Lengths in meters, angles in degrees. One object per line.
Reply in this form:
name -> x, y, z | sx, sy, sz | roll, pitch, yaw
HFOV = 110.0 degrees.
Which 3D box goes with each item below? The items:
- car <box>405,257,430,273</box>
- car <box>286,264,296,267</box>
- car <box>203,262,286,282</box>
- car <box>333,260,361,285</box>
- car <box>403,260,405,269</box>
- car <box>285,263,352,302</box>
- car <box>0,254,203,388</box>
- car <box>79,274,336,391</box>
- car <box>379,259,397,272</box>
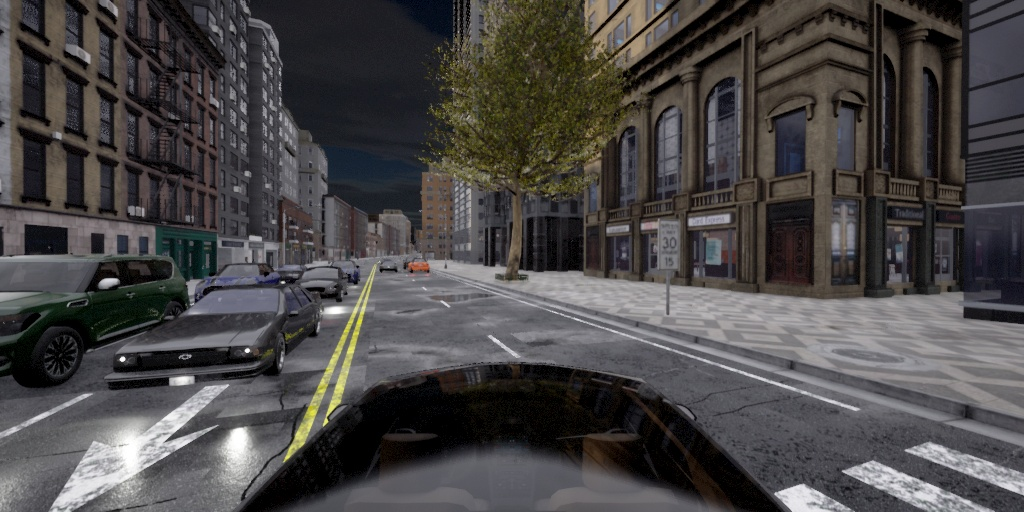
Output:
car -> -10.860, 1.010, 41.613 | 2.097, 1.767, 4.553 | 0, 0, -20
car -> -15.234, 1.257, 24.866 | 2.033, 1.411, 5.357 | 0, 0, -21
car -> -11.937, 1.084, 15.940 | 2.097, 1.767, 4.553 | 0, 0, -20
car -> -12.021, 1.063, 25.558 | 2.097, 1.767, 4.553 | 0, 0, -20
car -> -14.394, 0.963, 51.070 | 2.097, 1.767, 4.553 | 0, 0, -20
car -> -8.678, 1.238, 16.503 | 1.837, 1.490, 4.892 | 0, 0, -20
car -> -8.565, 0.967, 6.834 | 2.150, 2.045, 5.566 | 0, 0, -20
car -> -5.265, 1.292, 7.379 | 2.033, 1.411, 5.357 | 0, 0, -18
car -> -14.874, 1.209, 43.146 | 1.994, 1.385, 4.181 | 0, 0, -20
